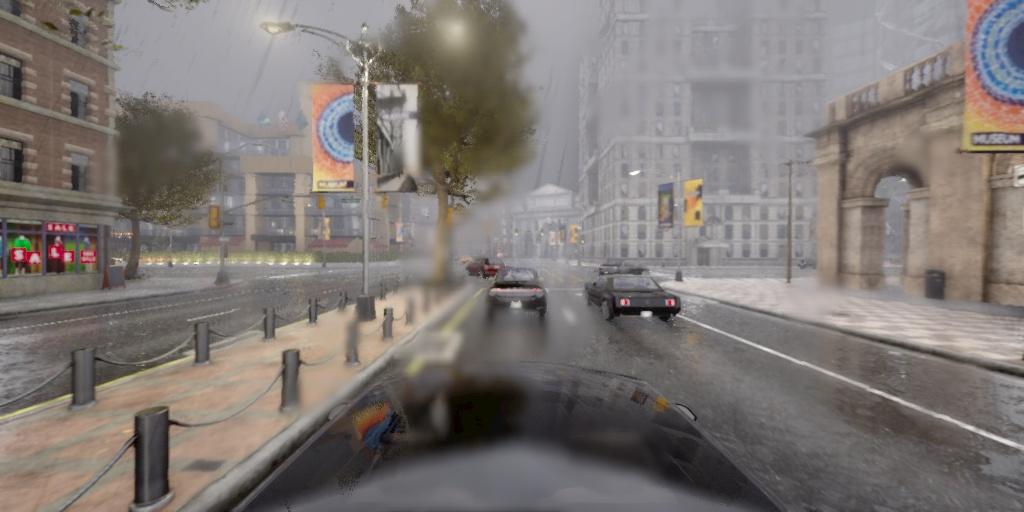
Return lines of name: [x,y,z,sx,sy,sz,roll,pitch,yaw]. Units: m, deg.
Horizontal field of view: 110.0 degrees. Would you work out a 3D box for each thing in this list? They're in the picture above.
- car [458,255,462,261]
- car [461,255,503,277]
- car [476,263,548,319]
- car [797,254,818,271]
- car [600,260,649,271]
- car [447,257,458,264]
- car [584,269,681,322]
car: [-7.430,0.746,60.728,1.882,1.535,5.008,0,1,1]
car: [-2.179,0.877,29.313,2.097,1.767,4.553,-1,1,-27]
car: [0.183,1.155,12.344,2.128,1.511,4.902,0,0,1]
car: [36.165,0.652,41.260,5.566,2.045,2.150,0,0,1]
car: [8.905,1.026,28.232,4.902,1.511,2.128,0,0,-39]
car: [-10.926,0.868,60.718,1.895,1.301,4.718,0,1,1]
car: [3.679,1.268,11.917,1.895,1.301,4.718,0,0,1]
